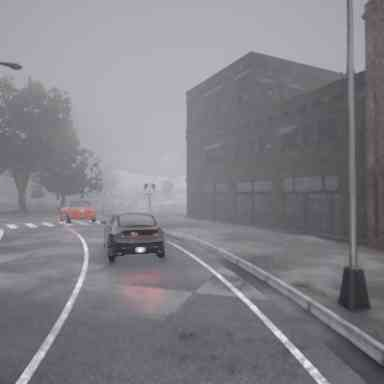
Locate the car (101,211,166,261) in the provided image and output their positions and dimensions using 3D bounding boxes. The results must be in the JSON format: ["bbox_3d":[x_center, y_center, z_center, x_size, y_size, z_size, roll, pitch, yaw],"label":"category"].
[{"bbox_3d":[-2.225,1.465,12.260,1.837,1.490,4.892,0,0,-17],"label":"car"}]

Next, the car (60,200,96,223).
[{"bbox_3d":[-9.033,1.427,26.142,2.097,1.767,4.553,0,-1,-29],"label":"car"}]
